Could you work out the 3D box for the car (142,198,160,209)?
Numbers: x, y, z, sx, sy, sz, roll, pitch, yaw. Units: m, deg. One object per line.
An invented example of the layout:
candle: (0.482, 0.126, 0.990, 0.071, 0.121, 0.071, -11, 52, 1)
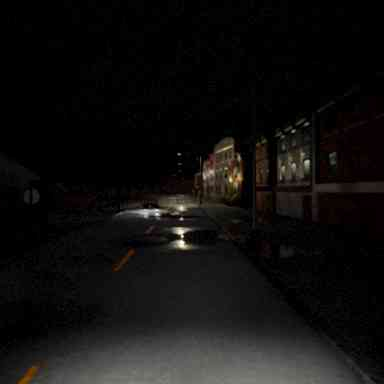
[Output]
car: (-5.086, 1.407, 41.944, 1.895, 1.301, 4.718, 0, 0, -1)
